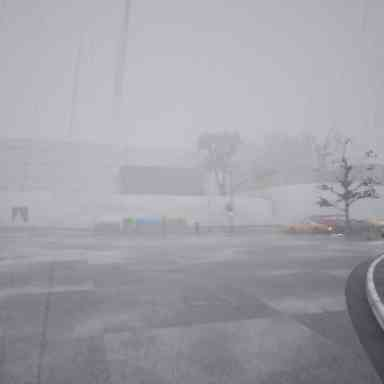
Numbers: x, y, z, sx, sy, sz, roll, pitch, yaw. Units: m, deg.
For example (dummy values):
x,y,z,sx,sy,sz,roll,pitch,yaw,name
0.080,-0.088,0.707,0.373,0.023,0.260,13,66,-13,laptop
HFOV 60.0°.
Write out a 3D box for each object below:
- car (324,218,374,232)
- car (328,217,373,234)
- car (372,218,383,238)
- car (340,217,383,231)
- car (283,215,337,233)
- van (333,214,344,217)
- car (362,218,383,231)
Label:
x,y,z,sx,sy,sz,roll,pitch,yaw,name
18.243,3.881,38.899,2.163,1.488,4.792,3,-7,-39,car
16.125,3.427,32.922,4.181,1.385,1.994,1,-5,-19,car
13.733,2.256,19.582,5.357,1.411,2.033,1,-5,-19,car
20.972,3.899,39.977,1.946,1.575,5.366,3,-7,-39,car
12.729,3.757,36.836,1.946,1.575,5.366,4,-8,-38,car
15.508,3.578,37.863,1.878,1.987,4.442,4,-8,-38,van
23.917,3.924,40.779,2.231,1.521,4.892,3,-7,-39,car
